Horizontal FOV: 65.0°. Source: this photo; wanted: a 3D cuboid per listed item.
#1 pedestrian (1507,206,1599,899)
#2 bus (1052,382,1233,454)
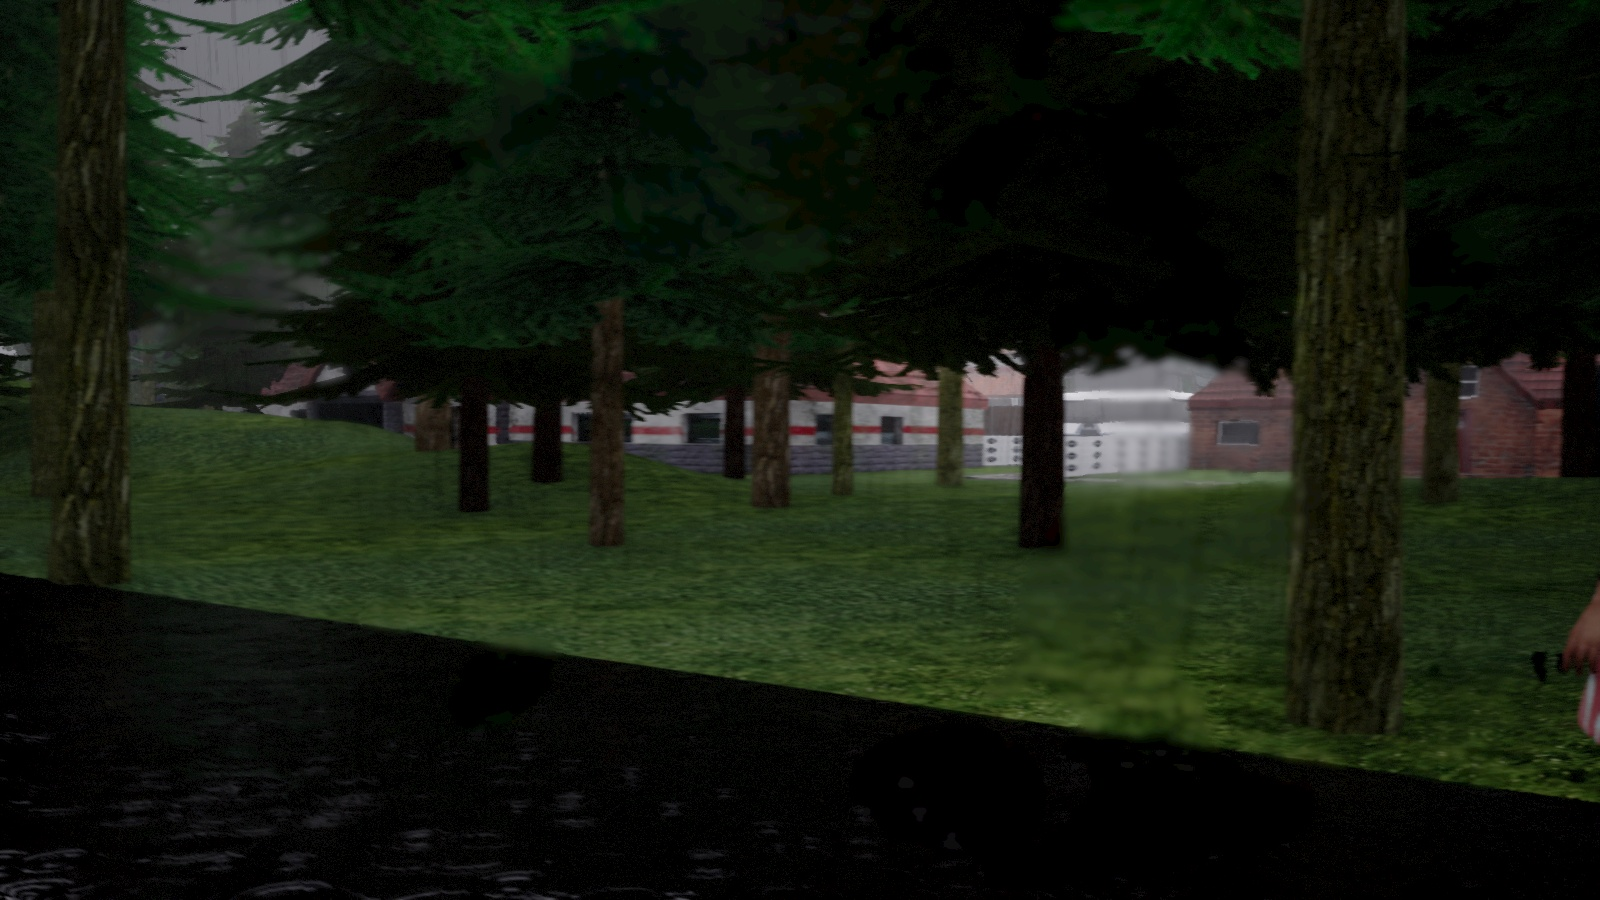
[{"bbox_3d":[2.349,0.378,3.075,0.659,1.952,0.873,-1,1,-34],"label":"pedestrian"},{"bbox_3d":[21.459,-1.918,78.979,10.273,4.253,3.944,0,1,34],"label":"bus"}]
